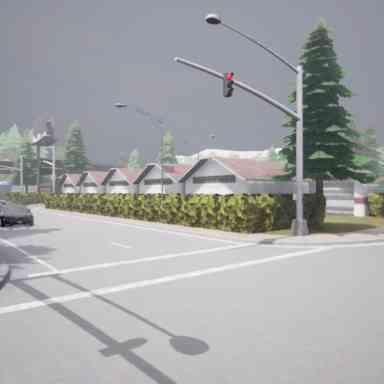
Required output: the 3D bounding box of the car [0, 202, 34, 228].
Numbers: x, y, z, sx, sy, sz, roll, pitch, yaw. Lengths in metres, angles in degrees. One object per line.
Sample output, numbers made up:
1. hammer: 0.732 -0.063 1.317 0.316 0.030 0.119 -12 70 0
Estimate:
1. car: -12.104 1.502 22.352 1.882 1.535 5.008 0 2 -39
